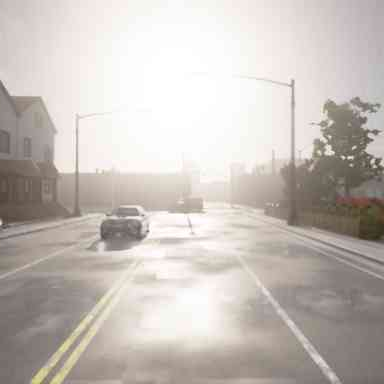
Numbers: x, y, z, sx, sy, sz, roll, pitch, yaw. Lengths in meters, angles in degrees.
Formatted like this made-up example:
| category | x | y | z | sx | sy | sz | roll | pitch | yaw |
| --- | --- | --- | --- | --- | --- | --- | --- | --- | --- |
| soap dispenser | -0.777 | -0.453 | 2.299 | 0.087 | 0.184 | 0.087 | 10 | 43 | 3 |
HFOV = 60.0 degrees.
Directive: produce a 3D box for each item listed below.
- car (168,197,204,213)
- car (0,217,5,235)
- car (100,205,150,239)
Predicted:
| category | x | y | z | sx | sy | sz | roll | pitch | yaw |
| --- | --- | --- | --- | --- | --- | --- | --- | --- | --- |
| car | -0.774 | 1.777 | 46.548 | 2.150 | 2.045 | 5.566 | -2 | -2 | 44 |
| car | -6.020 | 1.522 | 8.044 | 1.385 | 1.994 | 4.181 | 43 | -3 | -6 |
| car | -3.639 | 1.578 | 18.690 | 2.097 | 1.767 | 4.553 | 0 | -1 | 0 |
